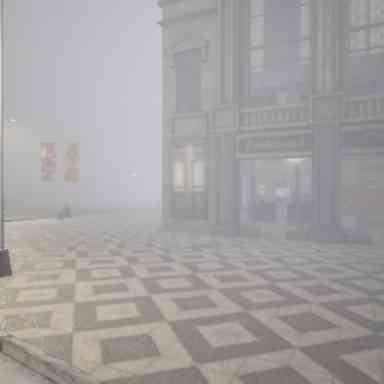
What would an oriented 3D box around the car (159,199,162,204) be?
[{"bbox_3d":[-3.633,1.370,56.000,1.895,1.301,4.718,0,0,27],"label":"car"}]
